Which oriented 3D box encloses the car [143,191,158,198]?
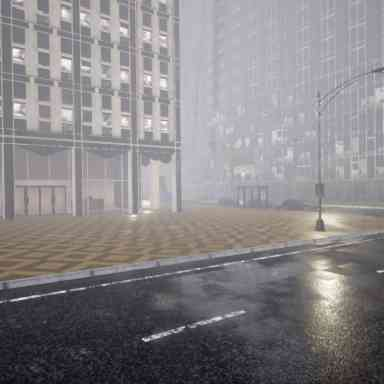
[{"bbox_3d":[-10.283,0.686,82.867,1.967,1.590,4.097,0,1,-34],"label":"car"}]

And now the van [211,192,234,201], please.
[{"bbox_3d":[5.803,0.855,59.439,1.690,1.788,3.998,0,1,-34],"label":"van"}]

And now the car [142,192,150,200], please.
[{"bbox_3d":[-10.757,1.040,68.756,2.008,1.369,4.403,0,1,-34],"label":"car"}]

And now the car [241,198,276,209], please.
[{"bbox_3d":[8.453,1.388,40.583,1.802,1.307,4.206,0,1,-34],"label":"car"}]

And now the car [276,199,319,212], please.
[{"bbox_3d":[11.657,1.424,35.886,1.947,1.339,4.313,0,1,-34],"label":"car"}]

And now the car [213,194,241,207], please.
[{"bbox_3d":[5.284,1.319,45.301,1.947,1.339,4.313,0,1,-34],"label":"car"}]

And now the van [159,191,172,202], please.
[{"bbox_3d":[-4.322,0.937,59.383,1.690,1.788,3.998,0,1,-34],"label":"van"}]

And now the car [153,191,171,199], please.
[{"bbox_3d":[-7.066,0.615,78.181,2.192,1.841,5.009,0,1,-34],"label":"car"}]

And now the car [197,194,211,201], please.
[{"bbox_3d":[2.586,1.043,64.128,1.802,1.307,4.206,0,1,-34],"label":"car"}]
